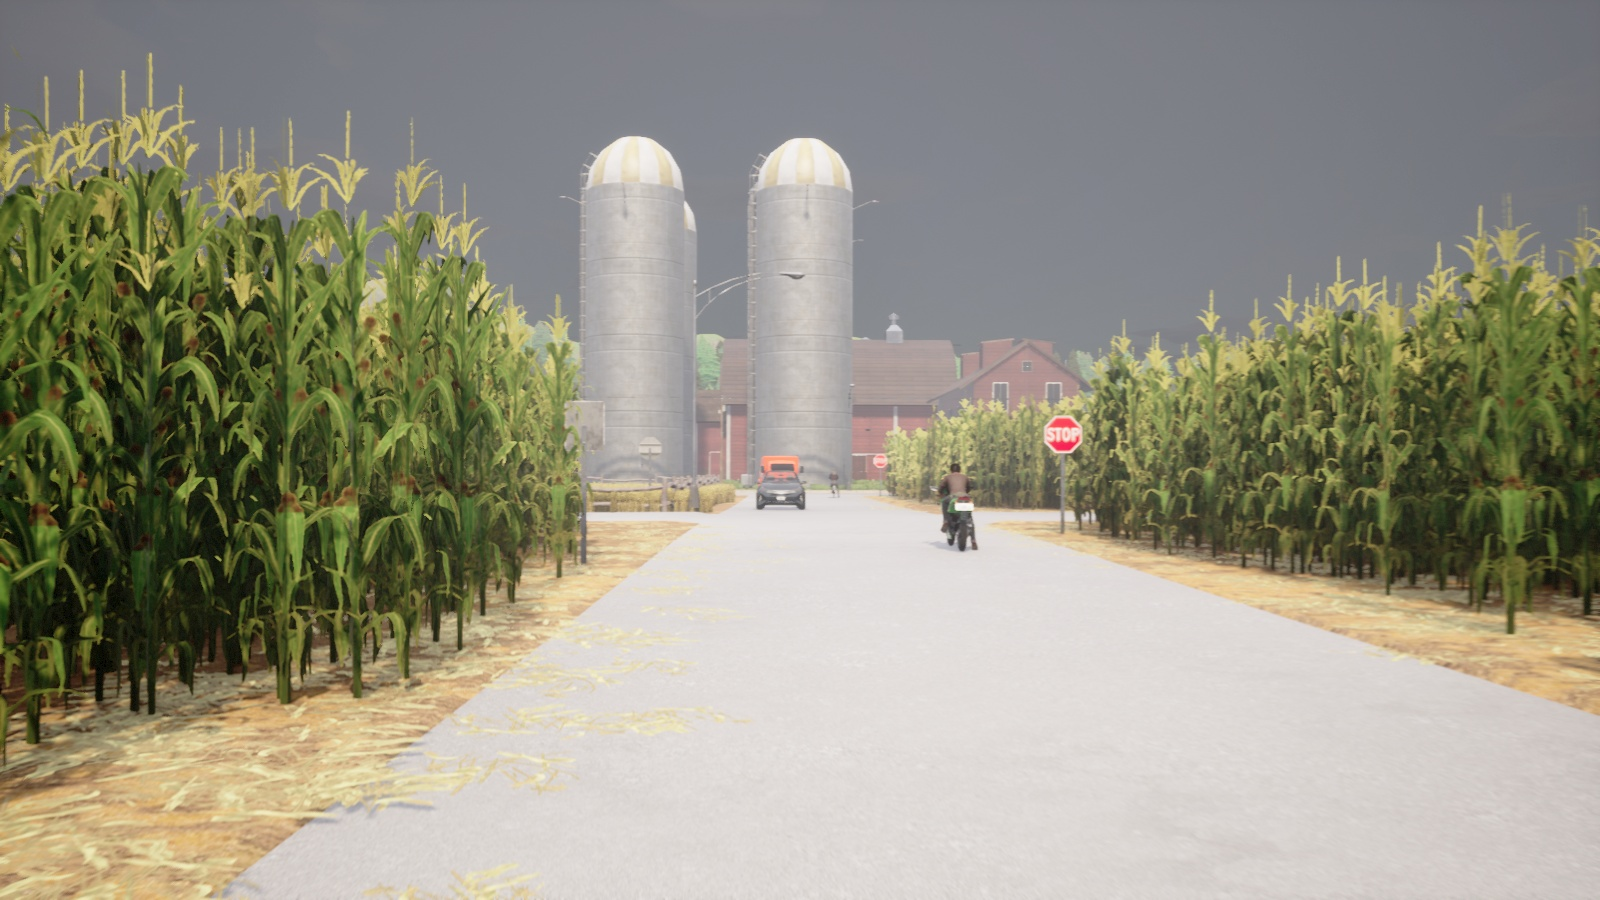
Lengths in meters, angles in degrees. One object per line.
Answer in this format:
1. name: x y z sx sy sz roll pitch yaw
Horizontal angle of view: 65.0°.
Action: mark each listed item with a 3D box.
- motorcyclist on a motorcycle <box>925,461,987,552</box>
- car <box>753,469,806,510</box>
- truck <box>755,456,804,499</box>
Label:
1. motorcyclist on a motorcycle: 2.736 0.966 22.247 0.797 1.523 2.044 0 -1 -1
2. car: -0.813 1.534 49.626 2.007 1.525 4.514 0 -1 -1
3. truck: -1.285 1.607 75.029 2.627 2.467 5.204 0 -1 -4
